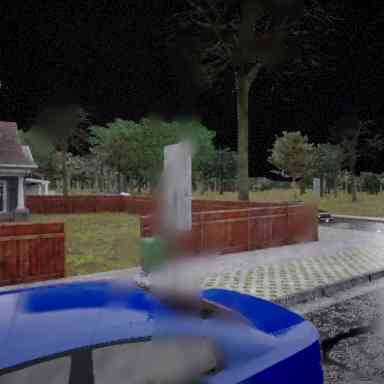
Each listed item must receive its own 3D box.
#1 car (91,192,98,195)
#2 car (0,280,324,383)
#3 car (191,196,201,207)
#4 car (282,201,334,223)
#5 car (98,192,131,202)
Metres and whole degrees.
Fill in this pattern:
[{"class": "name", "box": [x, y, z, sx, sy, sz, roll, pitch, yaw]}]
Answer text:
[{"class": "car", "box": [-16.814, 0.694, 60.426, 1.895, 1.301, 4.718, 0, 1, -36]}, {"class": "car", "box": [-1.220, 1.478, 2.140, 5.008, 1.535, 1.882, 0, 0, -35]}, {"class": "car", "box": [-0.227, 1.142, 32.539, 1.812, 1.442, 4.674, 0, 1, -36]}, {"class": "car", "box": [6.838, 1.349, 22.786, 2.033, 1.411, 5.357, 0, 1, -36]}, {"class": "car", "box": [-11.243, 0.869, 47.829, 2.033, 1.411, 5.357, 0, 1, -35]}]
